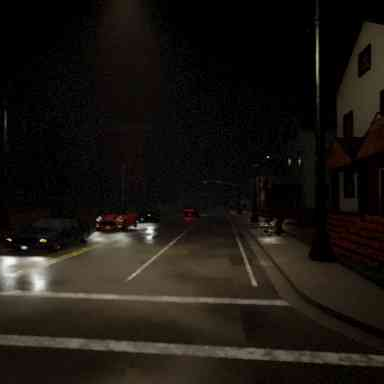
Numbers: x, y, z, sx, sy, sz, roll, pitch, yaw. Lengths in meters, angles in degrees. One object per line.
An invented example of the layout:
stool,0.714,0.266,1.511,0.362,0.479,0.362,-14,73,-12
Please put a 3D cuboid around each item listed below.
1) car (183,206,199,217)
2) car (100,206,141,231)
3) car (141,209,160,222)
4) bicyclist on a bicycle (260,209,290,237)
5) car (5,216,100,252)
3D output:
car,-0.090,2.643,45.944,1.837,1.490,4.892,0,-1,5
car,-5.696,1.968,25.533,2.097,1.767,4.553,0,-1,5
car,-4.778,2.462,35.342,1.895,1.301,4.718,0,-1,5
bicyclist on a bicycle,4.728,1.794,18.995,1.656,1.620,0.582,0,-1,5
car,-6.570,1.929,16.117,2.033,1.411,5.357,0,-1,5
